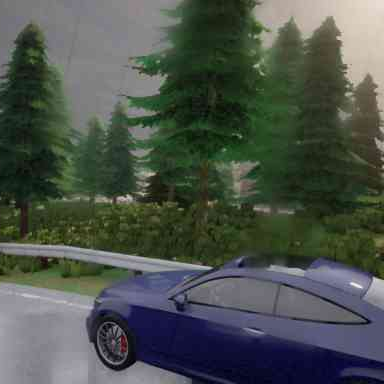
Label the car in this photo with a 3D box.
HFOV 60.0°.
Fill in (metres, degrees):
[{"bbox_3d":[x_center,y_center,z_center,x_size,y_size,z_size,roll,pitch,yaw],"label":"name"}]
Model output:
[{"bbox_3d":[0.805,1.499,4.066,4.674,1.442,1.812,1,1,31],"label":"car"}]
